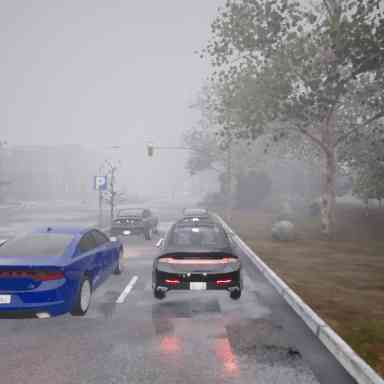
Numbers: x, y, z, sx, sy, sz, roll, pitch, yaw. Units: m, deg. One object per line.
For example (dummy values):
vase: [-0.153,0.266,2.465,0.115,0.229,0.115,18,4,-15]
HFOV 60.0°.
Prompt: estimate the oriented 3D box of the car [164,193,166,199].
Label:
car: [-10.539,1.316,91.701,5.008,1.535,2.097,-1,0,-12]

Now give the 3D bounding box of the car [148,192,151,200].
car: [-12.605,1.359,76.733,4.674,1.452,2.002,-1,0,-13]

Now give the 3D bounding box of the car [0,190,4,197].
car: [-31.141,0.137,52.659,2.002,1.452,4.674,6,-3,-19]

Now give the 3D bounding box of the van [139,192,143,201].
van: [-13.208,1.093,70.767,4.442,1.987,1.878,-1,0,-14]

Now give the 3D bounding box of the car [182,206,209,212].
car: [0.180,1.530,17.906,1.837,1.490,4.892,0,0,0]

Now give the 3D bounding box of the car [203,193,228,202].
car: [4.698,1.141,67.339,4.553,1.767,2.185,1,0,-14]

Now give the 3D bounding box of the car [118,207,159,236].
car: [-2.829,1.530,16.991,1.837,1.490,4.892,0,0,1]

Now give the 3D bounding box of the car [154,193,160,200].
car: [-11.413,1.357,85.716,4.674,1.452,2.002,-1,0,-12]

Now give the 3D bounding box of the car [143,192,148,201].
car: [-12.979,1.321,73.738,4.892,1.521,2.231,-1,0,-14]

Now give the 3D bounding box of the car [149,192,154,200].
car: [-12.231,1.359,79.734,4.674,1.452,2.002,-1,0,-13]

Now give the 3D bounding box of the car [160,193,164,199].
car: [-10.962,1.065,88.722,5.566,2.045,2.435,-1,0,-12]

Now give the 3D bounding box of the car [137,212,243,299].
car: [0.115,1.503,8.494,2.128,1.511,4.902,0,0,0]

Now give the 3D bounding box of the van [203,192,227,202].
van: [4.313,1.042,64.369,4.442,1.987,1.878,1,0,-14]

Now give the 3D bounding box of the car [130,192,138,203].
car: [-13.770,1.315,64.775,5.366,1.575,1.946,-1,0,-15]

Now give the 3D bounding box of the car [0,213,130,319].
car: [-2.888,1.487,7.560,1.882,1.535,5.008,0,0,0]

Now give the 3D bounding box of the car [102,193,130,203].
car: [-14.416,1.358,61.783,4.792,1.488,2.163,-1,0,-15]
